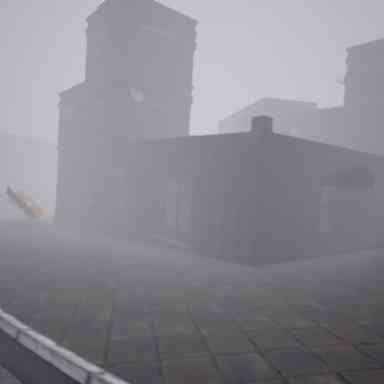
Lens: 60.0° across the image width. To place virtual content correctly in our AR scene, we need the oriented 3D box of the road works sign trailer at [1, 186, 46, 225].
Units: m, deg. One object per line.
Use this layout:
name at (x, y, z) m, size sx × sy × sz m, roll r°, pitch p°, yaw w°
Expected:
road works sign trailer at (-11.855, 1.067, 22.708) m, size 2.880 × 2.380 × 3.560 m, roll -46°, pitch 7°, yaw -28°
